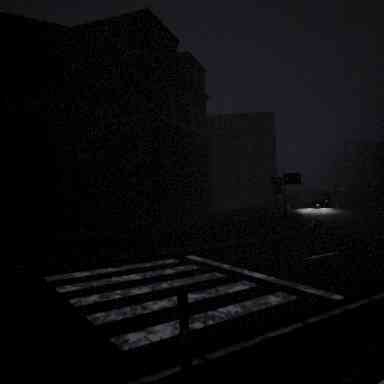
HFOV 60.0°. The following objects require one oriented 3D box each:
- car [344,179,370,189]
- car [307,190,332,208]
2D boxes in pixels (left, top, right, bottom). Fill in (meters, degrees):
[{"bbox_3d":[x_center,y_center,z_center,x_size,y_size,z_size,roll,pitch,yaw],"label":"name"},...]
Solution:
[{"bbox_3d":[25.639,-1.263,51.893,1.882,1.535,5.008,-4,2,-5],"label":"car"},{"bbox_3d":[11.651,0.537,30.285,2.033,1.411,5.357,-2,3,25],"label":"car"}]
